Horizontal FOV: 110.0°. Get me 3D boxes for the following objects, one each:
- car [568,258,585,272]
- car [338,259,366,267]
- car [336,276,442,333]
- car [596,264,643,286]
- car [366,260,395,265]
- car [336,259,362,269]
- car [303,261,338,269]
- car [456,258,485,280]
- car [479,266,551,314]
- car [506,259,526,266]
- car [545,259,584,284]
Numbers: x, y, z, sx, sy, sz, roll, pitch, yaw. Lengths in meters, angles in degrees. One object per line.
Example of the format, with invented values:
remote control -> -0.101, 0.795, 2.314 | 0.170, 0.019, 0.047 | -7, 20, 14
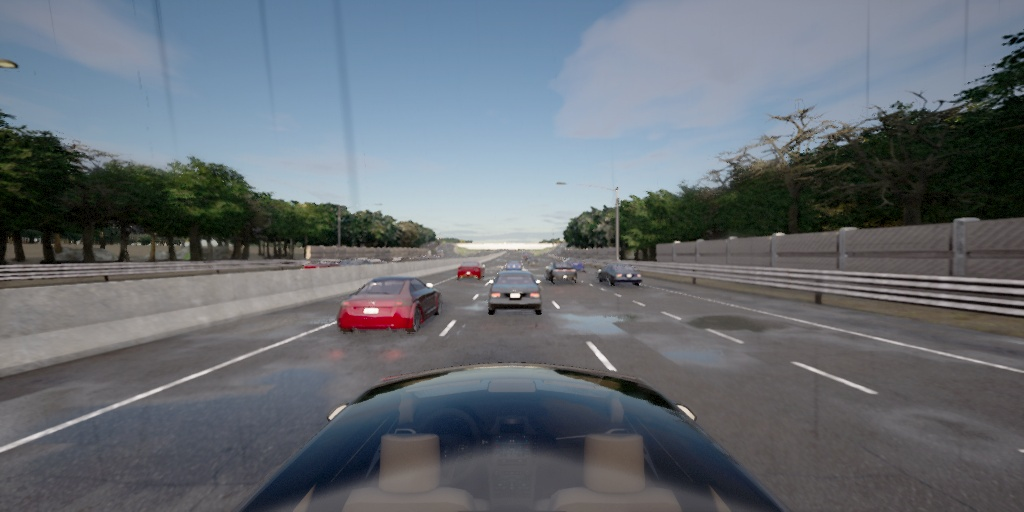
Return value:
car -> 7.249, 0.991, 42.515 | 2.097, 1.767, 4.553 | 0, 0, 0
car -> -17.454, 1.148, 40.824 | 1.837, 1.490, 4.892 | 0, 0, 1
car -> -3.395, 1.288, 10.656 | 1.994, 1.385, 4.181 | 0, 0, 0
car -> 7.140, 1.239, 24.311 | 2.033, 1.411, 5.357 | 0, 0, 0
car -> -13.968, 1.246, 39.644 | 1.895, 1.301, 4.718 | 0, 0, 0
car -> -24.314, 1.161, 53.640 | 1.994, 1.385, 4.181 | 0, 0, 1
car -> -20.967, 1.245, 39.687 | 1.895, 1.301, 4.718 | 0, 0, 1
car -> -3.333, 1.153, 29.879 | 1.882, 1.535, 5.008 | 0, 0, 0
car -> 0.107, 1.265, 13.592 | 2.033, 1.411, 5.357 | 0, 0, 0
car -> 0.238, 1.189, 41.170 | 2.033, 1.411, 5.357 | 0, 0, 0
car -> 3.548, 1.177, 26.284 | 2.128, 1.511, 4.902 | 0, 0, 0
